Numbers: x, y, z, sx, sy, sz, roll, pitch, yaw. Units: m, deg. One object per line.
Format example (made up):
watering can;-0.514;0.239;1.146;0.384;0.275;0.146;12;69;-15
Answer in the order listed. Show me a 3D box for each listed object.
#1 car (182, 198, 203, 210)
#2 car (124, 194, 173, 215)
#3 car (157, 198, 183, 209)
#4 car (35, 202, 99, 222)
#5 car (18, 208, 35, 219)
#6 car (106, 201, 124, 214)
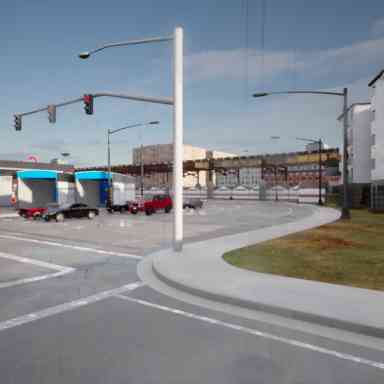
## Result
car;0.122;1.547;44.123;2.033;1.411;5.357;0;0;16
car;-4.135;1.221;34.443;2.150;2.045;5.566;0;0;30
car;-2.952;1.547;46.053;2.033;1.411;5.357;0;0;15
car;-9.603;1.526;26.509;1.812;1.442;4.674;0;0;36
car;-12.305;1.601;28.693;1.895;1.301;4.718;0;0;37
car;-7.115;1.601;36.248;1.895;1.301;4.718;0;0;30
